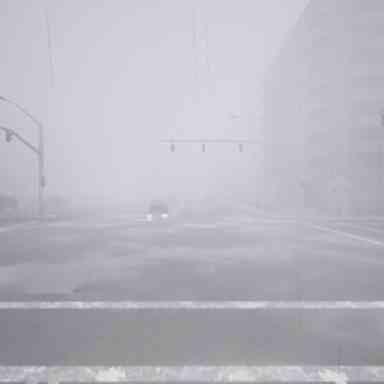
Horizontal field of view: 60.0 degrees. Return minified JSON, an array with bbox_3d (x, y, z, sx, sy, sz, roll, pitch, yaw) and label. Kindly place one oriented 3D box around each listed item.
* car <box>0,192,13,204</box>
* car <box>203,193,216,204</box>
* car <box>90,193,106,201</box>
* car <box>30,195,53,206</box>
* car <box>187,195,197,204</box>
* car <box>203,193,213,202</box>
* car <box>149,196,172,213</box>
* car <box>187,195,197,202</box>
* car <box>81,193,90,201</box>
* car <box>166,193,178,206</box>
[{"bbox_3d":[-43.574,1.159,75.959,1.905,1.878,3.866,0,0,0],"label":"car"},{"bbox_3d":[3.494,1.223,64.943,2.150,2.045,5.566,0,0,0],"label":"car"},{"bbox_3d":[-21.056,1.156,75.864,1.932,1.855,4.605,0,0,0],"label":"car"},{"bbox_3d":[-26.716,1.397,58.471,1.970,1.475,3.806,0,0,0],"label":"car"},{"bbox_3d":[-0.006,1.527,65.513,1.812,1.442,4.674,0,0,0],"label":"car"},{"bbox_3d":[3.493,1.214,74.459,2.097,1.767,4.553,0,0,0],"label":"car"},{"bbox_3d":[-3.594,1.479,36.820,1.882,1.535,5.008,0,0,0],"label":"car"},{"bbox_3d":[-0.007,1.384,74.489,2.128,1.511,4.902,0,0,0],"label":"car"},{"bbox_3d":[-23.950,1.159,75.928,1.905,1.878,3.866,0,0,0],"label":"car"},{"bbox_3d":[-3.541,1.225,56.520,2.150,2.045,5.566,0,0,1],"label":"car"}]
